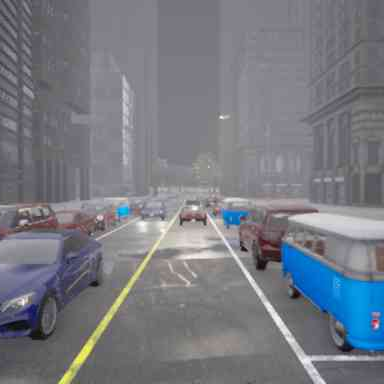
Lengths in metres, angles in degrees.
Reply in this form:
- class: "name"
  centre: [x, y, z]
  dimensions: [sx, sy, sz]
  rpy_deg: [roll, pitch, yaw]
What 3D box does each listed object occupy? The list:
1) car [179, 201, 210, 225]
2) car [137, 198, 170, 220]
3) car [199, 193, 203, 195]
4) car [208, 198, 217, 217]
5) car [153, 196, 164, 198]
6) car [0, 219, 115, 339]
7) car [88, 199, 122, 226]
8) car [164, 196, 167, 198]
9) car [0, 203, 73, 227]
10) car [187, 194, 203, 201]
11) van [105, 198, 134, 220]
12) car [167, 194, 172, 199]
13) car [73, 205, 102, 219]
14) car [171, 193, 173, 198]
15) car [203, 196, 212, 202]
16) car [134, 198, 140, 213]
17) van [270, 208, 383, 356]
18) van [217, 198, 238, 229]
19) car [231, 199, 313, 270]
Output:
- class: "car"
  centre: [0.084, 1.579, 23.875]
  dimensions: [1.895, 1.301, 4.718]
  rpy_deg: [0, 0, 0]
- class: "car"
  centre: [-3.044, 1.500, 27.642]
  dimensions: [1.812, 1.442, 4.674]
  rpy_deg: [0, 0, 0]
- class: "car"
  centre: [2.778, 1.432, 67.432]
  dimensions: [1.752, 1.417, 4.829]
  rpy_deg: [-1, 0, 0]
- class: "car"
  centre: [2.765, 1.553, 30.843]
  dimensions: [1.802, 1.307, 4.206]
  rpy_deg: [-1, 0, 0]
- class: "car"
  centre: [-5.754, 1.488, 50.958]
  dimensions: [1.887, 1.381, 4.507]
  rpy_deg: [-1, 0, 0]
- class: "car"
  centre: [-3.086, 1.520, 6.691]
  dimensions: [1.812, 1.442, 4.674]
  rpy_deg: [0, 0, 0]
- class: "car"
  centre: [-5.766, 1.423, 19.986]
  dimensions: [1.967, 1.590, 4.097]
  rpy_deg: [-1, 0, 0]
- class: "car"
  centre: [-5.751, 1.515, 56.335]
  dimensions: [1.802, 1.307, 4.206]
  rpy_deg: [-1, 0, 0]
- class: "car"
  centre: [-5.771, 1.307, 10.213]
  dimensions: [2.192, 1.841, 5.009]
  rpy_deg: [-1, 0, 0]
- class: "car"
  centre: [0.111, 1.431, 45.266]
  dimensions: [1.882, 1.535, 5.008]
  rpy_deg: [0, 0, 0]
- class: "van"
  centre: [-5.766, 1.319, 24.872]
  dimensions: [1.690, 1.788, 3.998]
  rpy_deg: [-1, 0, 0]
- class: "car"
  centre: [-5.747, 1.459, 67.091]
  dimensions: [2.008, 1.369, 4.403]
  rpy_deg: [-1, 0, 0]
- class: "car"
  centre: [-5.767, 1.532, 15.100]
  dimensions: [1.887, 1.381, 4.507]
  rpy_deg: [-1, 0, 0]
- class: "car"
  centre: [-5.746, 1.459, 72.470]
  dimensions: [1.947, 1.339, 4.313]
  rpy_deg: [-1, 0, 0]
- class: "car"
  centre: [2.770, 1.517, 46.451]
  dimensions: [1.947, 1.339, 4.313]
  rpy_deg: [-1, 0, 0]
- class: "car"
  centre: [-5.761, 1.407, 34.823]
  dimensions: [1.967, 1.590, 4.097]
  rpy_deg: [-1, 0, 0]
- class: "van"
  centre: [2.772, 1.336, 5.917]
  dimensions: [1.690, 1.788, 3.998]
  rpy_deg: [-1, 0, 0]
- class: "van"
  centre: [2.795, 1.323, 21.180]
  dimensions: [1.690, 1.788, 3.998]
  rpy_deg: [-1, 0, 0]
- class: "car"
  centre: [2.780, 1.306, 11.004]
  dimensions: [2.192, 1.841, 5.009]
  rpy_deg: [-1, 0, 0]
